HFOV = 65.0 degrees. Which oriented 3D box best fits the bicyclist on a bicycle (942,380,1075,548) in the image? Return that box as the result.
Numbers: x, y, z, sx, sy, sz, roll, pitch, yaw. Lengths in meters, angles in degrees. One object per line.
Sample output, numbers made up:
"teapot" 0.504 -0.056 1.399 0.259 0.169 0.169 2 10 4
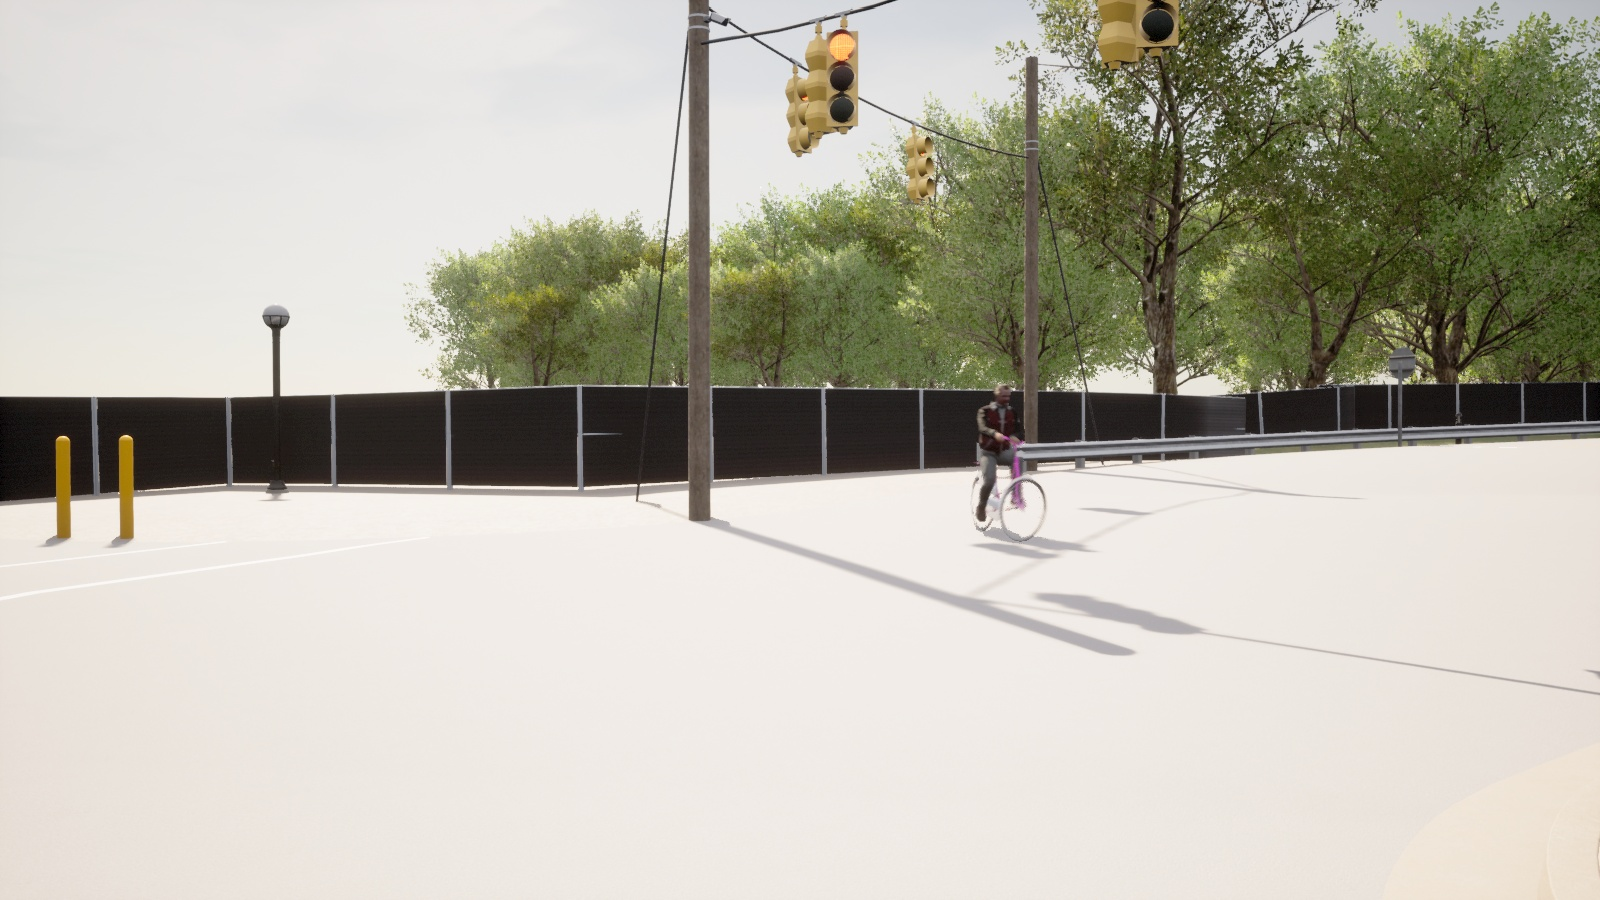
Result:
"bicyclist on a bicycle" 2.340 0.128 14.338 0.659 1.776 1.843 3 1 -16
